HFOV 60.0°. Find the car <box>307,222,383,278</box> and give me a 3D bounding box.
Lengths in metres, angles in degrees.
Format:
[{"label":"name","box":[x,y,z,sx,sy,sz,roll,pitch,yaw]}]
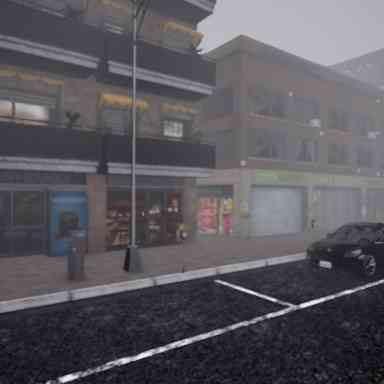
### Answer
[{"label":"car","box":[5.468,1.646,10.463,4.313,1.339,1.947,1,0,-36]}]
